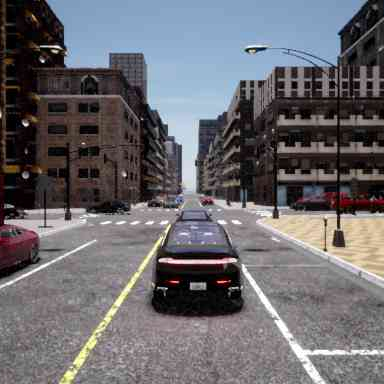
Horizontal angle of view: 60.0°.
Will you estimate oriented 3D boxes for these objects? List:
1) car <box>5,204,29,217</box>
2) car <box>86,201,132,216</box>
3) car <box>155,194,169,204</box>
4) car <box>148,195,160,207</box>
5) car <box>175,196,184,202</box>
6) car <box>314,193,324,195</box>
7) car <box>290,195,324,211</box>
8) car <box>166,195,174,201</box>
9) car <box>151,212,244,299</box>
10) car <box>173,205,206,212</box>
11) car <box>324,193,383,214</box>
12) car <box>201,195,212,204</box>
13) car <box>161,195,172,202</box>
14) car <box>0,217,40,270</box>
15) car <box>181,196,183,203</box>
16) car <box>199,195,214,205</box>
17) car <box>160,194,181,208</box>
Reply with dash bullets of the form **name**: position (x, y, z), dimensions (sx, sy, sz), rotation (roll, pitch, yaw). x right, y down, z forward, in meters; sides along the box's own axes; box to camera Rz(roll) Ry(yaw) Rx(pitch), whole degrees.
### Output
- **car**: position (-18.140, 1.806, 31.524), dimensions (4.902, 1.511, 2.128), rotation (-1, 0, 0)
- **car**: position (-8.694, 1.660, 34.810), dimensions (4.674, 1.442, 1.812), rotation (-1, 0, 0)
- **car**: position (-5.631, 1.337, 62.620), dimensions (2.192, 1.841, 5.009), rotation (0, 0, 0)
- **car**: position (-5.641, 1.581, 51.255), dimensions (1.947, 1.339, 4.313), rotation (0, 0, 0)
- **car**: position (-2.924, 1.572, 79.072), dimensions (2.033, 1.411, 5.357), rotation (0, 0, 0)
- **car**: position (14.595, 1.015, 37.552), dimensions (5.009, 1.841, 2.192), rotation (-1, 1, 0)
- **car**: position (12.532, 1.307, 35.039), dimensions (4.181, 1.385, 1.994), rotation (-1, 0, 2)
- **car**: position (-5.609, 1.481, 85.351), dimensions (1.967, 1.590, 4.097), rotation (0, 0, 0)
- **car**: position (0.110, 1.491, 8.439), dimensions (2.128, 1.511, 4.902), rotation (0, 0, 0)
- **car**: position (0.115, 1.565, 17.054), dimensions (1.994, 1.385, 4.181), rotation (0, 0, 0)
- **car**: position (14.722, 1.029, 29.173), dimensions (5.009, 1.841, 2.192), rotation (-1, 1, 0)
- **car**: position (2.750, 1.462, 62.614), dimensions (1.967, 1.590, 4.097), rotation (0, 0, 0)
- **car**: position (-5.620, 1.470, 73.985), dimensions (1.967, 1.590, 4.097), rotation (0, 0, 0)
- **car**: position (-5.732, 1.582, 9.232), dimensions (1.802, 1.307, 4.206), rotation (0, 0, 0)
- **car**: position (-3.024, 1.620, 58.136), dimensions (1.895, 1.301, 4.718), rotation (0, 0, 0)
- **car**: position (2.744, 1.458, 56.932), dimensions (1.967, 1.590, 4.097), rotation (0, 0, 0)
- **car**: position (-3.019, 1.365, 48.203), dimensions (2.097, 1.767, 4.553), rotation (0, 0, 0)
